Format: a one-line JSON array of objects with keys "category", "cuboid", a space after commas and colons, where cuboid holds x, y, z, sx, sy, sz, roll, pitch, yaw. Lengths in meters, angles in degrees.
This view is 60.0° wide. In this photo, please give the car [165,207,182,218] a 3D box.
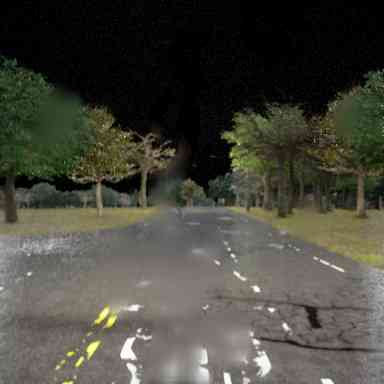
[{"category": "car", "cuboid": [-2.409, 2.674, 43.657, 1.994, 1.385, 4.181, 0, -1, 2]}]
